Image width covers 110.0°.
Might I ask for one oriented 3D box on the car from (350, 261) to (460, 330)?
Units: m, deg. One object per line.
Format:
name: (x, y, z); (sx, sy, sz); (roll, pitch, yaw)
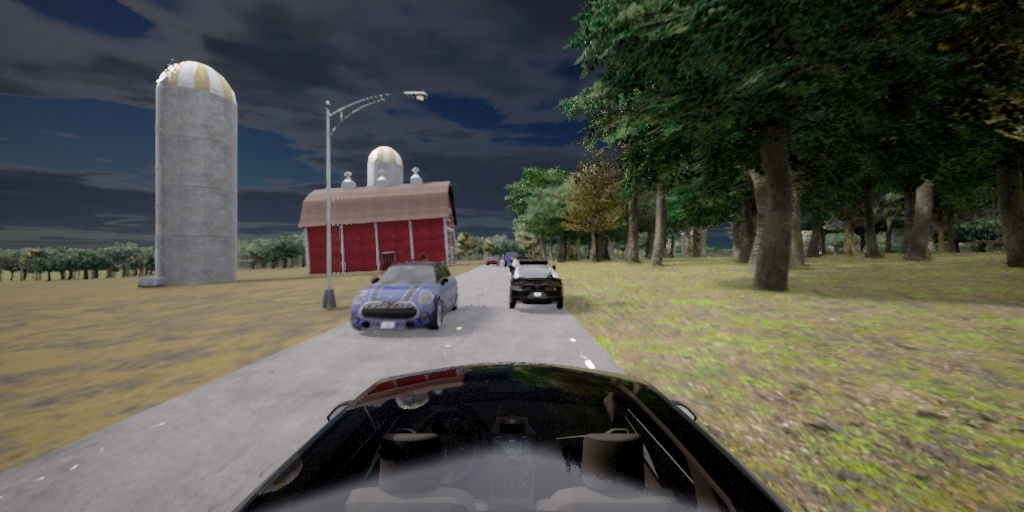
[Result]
car: (-2.845, 0.965, 10.464); (2.097, 1.767, 4.553); (0, 1, 0)

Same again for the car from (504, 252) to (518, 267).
car: (0.013, 0.458, 50.867); (2.150, 2.045, 5.566); (0, 0, 0)

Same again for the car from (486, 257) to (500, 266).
car: (-2.803, 0.827, 52.602); (1.895, 1.301, 4.718); (0, 0, 1)

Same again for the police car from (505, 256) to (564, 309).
police car: (0.825, 0.989, 14.073); (1.930, 1.638, 5.238); (0, 1, 0)

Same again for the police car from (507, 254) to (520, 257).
police car: (0.824, 0.872, 24.075); (1.930, 1.638, 5.238); (0, 1, 0)
